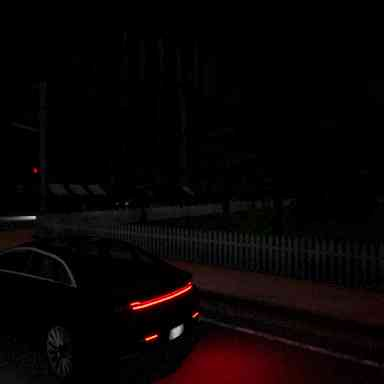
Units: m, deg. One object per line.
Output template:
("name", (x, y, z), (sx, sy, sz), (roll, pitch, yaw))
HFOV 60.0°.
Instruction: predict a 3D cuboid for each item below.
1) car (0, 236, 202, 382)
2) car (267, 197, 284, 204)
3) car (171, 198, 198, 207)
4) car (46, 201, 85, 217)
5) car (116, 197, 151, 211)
("car", (-2.153, 1.490, 5.477), (4.902, 1.511, 2.128), (0, 0, 36))
("car", (15.180, 1.541, 59.910), (2.033, 1.411, 5.357), (0, 0, 34))
("car", (-1.073, 1.593, 48.660), (1.895, 1.301, 4.718), (0, 0, 34))
("car", (-12.409, 1.556, 31.888), (1.994, 1.385, 4.181), (0, 0, 34))
("car", (-6.991, 1.344, 39.911), (2.097, 1.767, 4.553), (0, 0, 34))
